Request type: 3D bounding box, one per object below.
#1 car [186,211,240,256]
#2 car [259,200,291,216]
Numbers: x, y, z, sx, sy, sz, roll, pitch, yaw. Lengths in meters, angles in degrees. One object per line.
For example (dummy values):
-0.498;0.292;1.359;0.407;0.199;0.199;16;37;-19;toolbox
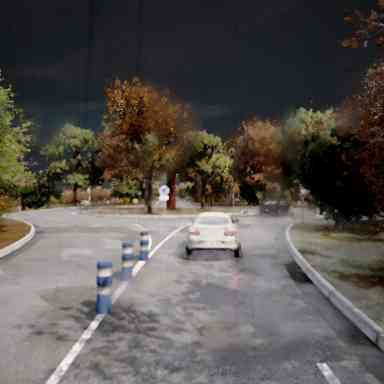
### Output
0.833;1.449;12.663;1.812;1.442;4.674;0;0;5;car
8.335;1.549;33.124;1.882;1.535;5.008;-1;-1;33;car
